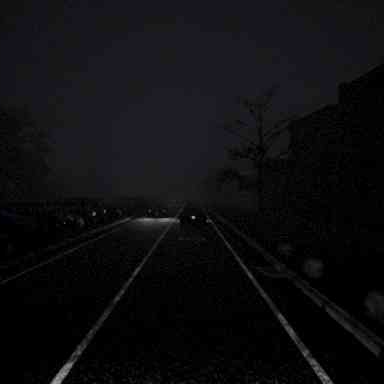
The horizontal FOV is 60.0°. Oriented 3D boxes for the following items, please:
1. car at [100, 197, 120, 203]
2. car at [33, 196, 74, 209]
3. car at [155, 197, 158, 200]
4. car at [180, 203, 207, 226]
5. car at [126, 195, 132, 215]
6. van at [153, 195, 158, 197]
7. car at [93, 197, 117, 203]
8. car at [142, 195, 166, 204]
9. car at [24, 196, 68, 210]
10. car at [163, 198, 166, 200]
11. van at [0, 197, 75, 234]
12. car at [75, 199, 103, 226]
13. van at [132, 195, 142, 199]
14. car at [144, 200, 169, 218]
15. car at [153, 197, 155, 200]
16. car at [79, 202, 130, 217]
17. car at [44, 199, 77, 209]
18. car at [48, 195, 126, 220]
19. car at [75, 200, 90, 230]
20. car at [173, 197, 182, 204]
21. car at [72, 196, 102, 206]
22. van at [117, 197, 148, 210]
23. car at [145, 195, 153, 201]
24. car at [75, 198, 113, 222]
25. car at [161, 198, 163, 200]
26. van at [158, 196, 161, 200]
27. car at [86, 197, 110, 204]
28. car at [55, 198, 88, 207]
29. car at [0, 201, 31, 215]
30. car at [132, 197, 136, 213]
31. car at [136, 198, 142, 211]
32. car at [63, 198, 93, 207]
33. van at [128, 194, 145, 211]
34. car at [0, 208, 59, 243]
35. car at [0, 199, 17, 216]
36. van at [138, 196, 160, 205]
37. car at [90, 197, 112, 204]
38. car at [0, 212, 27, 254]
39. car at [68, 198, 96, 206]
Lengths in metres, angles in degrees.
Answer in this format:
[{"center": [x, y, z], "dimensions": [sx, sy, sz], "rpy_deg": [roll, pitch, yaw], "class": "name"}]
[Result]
[{"center": [-22.076, 2.084, 89.291], "dimensions": [4.792, 1.488, 2.163], "rpy_deg": [0, 0, 0], "class": "car"}, {"center": [-22.017, 1.710, 53.204], "dimensions": [5.566, 2.045, 2.435], "rpy_deg": [0, 0, 0], "class": "car"}, {"center": [-9.005, 2.028, 59.455], "dimensions": [4.792, 1.488, 2.163], "rpy_deg": [0, 0, 0], "class": "car"}, {"center": [0.093, 1.795, 25.677], "dimensions": [1.994, 1.385, 4.181], "rpy_deg": [0, -1, 0], "class": "car"}, {"center": [-8.901, 1.511, 31.418], "dimensions": [5.566, 2.045, 2.435], "rpy_deg": [0, -1, 0], "class": "car"}, {"center": [-9.097, 1.782, 62.258], "dimensions": [4.442, 1.987, 1.878], "rpy_deg": [0, 0, 0], "class": "van"}, {"center": [-21.910, 2.043, 83.739], "dimensions": [5.366, 1.575, 1.946], "rpy_deg": [0, 0, 0], "class": "car"}, {"center": [-8.980, 1.786, 79.080], "dimensions": [5.566, 2.045, 2.435], "rpy_deg": [0, 0, 0], "class": "car"}, {"center": [-22.069, 1.689, 50.427], "dimensions": [5.566, 2.045, 2.435], "rpy_deg": [0, -1, 0], "class": "car"}, {"center": [-8.819, 2.031, 76.277], "dimensions": [5.366, 1.575, 1.946], "rpy_deg": [0, 0, 0], "class": "car"}, {"center": [-8.790, 1.406, 17.402], "dimensions": [4.442, 1.987, 1.878], "rpy_deg": [0, -1, 0], "class": "van"}, {"center": [-8.884, 1.558, 23.007], "dimensions": [4.553, 1.767, 2.185], "rpy_deg": [0, -1, 0], "class": "car"}, {"center": [-9.065, 1.640, 42.630], "dimensions": [4.442, 1.987, 1.878], "rpy_deg": [0, -1, 0], "class": "van"}, {"center": [-3.362, 1.832, 33.939], "dimensions": [1.812, 1.442, 4.674], "rpy_deg": [0, -1, 0], "class": "car"}, {"center": [-8.973, 1.965, 53.844], "dimensions": [4.892, 1.521, 2.231], "rpy_deg": [0, 0, 0], "class": "car"}, {"center": [-8.932, 1.828, 34.218], "dimensions": [4.674, 1.452, 2.002], "rpy_deg": [0, -1, 0], "class": "car"}, {"center": [-22.079, 2.010, 55.976], "dimensions": [4.792, 1.488, 2.163], "rpy_deg": [0, 0, 0], "class": "car"}, {"center": [-8.897, 1.485, 28.615], "dimensions": [5.566, 2.045, 2.435], "rpy_deg": [0, -1, 0], "class": "car"}, {"center": [-8.942, 1.532, 20.204], "dimensions": [4.553, 1.767, 2.185], "rpy_deg": [0, -1, 0], "class": "car"}, {"center": [-3.272, 1.972, 76.325], "dimensions": [1.837, 1.490, 4.892], "rpy_deg": [0, 0, 0], "class": "car"}, {"center": [-22.044, 1.775, 69.861], "dimensions": [5.566, 2.045, 2.435], "rpy_deg": [0, 0, 0], "class": "car"}, {"center": [-9.079, 1.718, 51.038], "dimensions": [4.442, 1.987, 1.878], "rpy_deg": [0, 0, 0], "class": "van"}, {"center": [-8.929, 1.667, 48.238], "dimensions": [5.566, 2.045, 2.435], "rpy_deg": [0, -1, 0], "class": "car"}, {"center": [-8.889, 1.584, 25.810], "dimensions": [4.553, 1.767, 2.185], "rpy_deg": [0, -1, 0], "class": "car"}, {"center": [-8.985, 2.021, 67.867], "dimensions": [5.008, 1.535, 2.097], "rpy_deg": [0, 0, 0], "class": "car"}, {"center": [-8.869, 1.791, 65.060], "dimensions": [4.442, 1.987, 1.878], "rpy_deg": [0, 0, 0], "class": "van"}, {"center": [-22.093, 2.039, 78.189], "dimensions": [4.892, 1.521, 2.231], "rpy_deg": [0, 0, 0], "class": "car"}, {"center": [-22.244, 2.004, 61.531], "dimensions": [5.366, 1.575, 1.946], "rpy_deg": [0, 0, 0], "class": "car"}, {"center": [-21.994, 1.867, 39.323], "dimensions": [4.792, 1.488, 2.163], "rpy_deg": [0, -1, 0], "class": "car"}, {"center": [-8.970, 1.689, 37.023], "dimensions": [4.553, 1.767, 2.185], "rpy_deg": [0, -1, 0], "class": "car"}, {"center": [-8.937, 1.841, 39.825], "dimensions": [4.892, 1.521, 2.231], "rpy_deg": [0, -1, 0], "class": "car"}, {"center": [-22.058, 2.016, 64.309], "dimensions": [5.008, 1.535, 2.097], "rpy_deg": [0, 0, 0], "class": "car"}, {"center": [-9.069, 1.666, 45.433], "dimensions": [4.442, 1.987, 1.878], "rpy_deg": [0, -1, 0], "class": "van"}, {"center": [-8.896, 1.606, 14.597], "dimensions": [5.008, 1.535, 2.097], "rpy_deg": [0, -1, 0], "class": "car"}, {"center": [-22.049, 1.686, 36.547], "dimensions": [4.553, 1.767, 2.185], "rpy_deg": [0, -1, 0], "class": "car"}, {"center": [-9.111, 1.800, 70.670], "dimensions": [4.442, 1.987, 1.878], "rpy_deg": [0, 0, 0], "class": "van"}, {"center": [-22.120, 2.072, 80.964], "dimensions": [4.792, 1.488, 2.163], "rpy_deg": [0, 0, 0], "class": "car"}, {"center": [-8.868, 1.609, 11.793], "dimensions": [4.792, 1.488, 2.163], "rpy_deg": [0, -1, 0], "class": "car"}, {"center": [-22.062, 2.023, 67.087], "dimensions": [4.892, 1.521, 2.231], "rpy_deg": [0, 0, 0], "class": "car"}]
